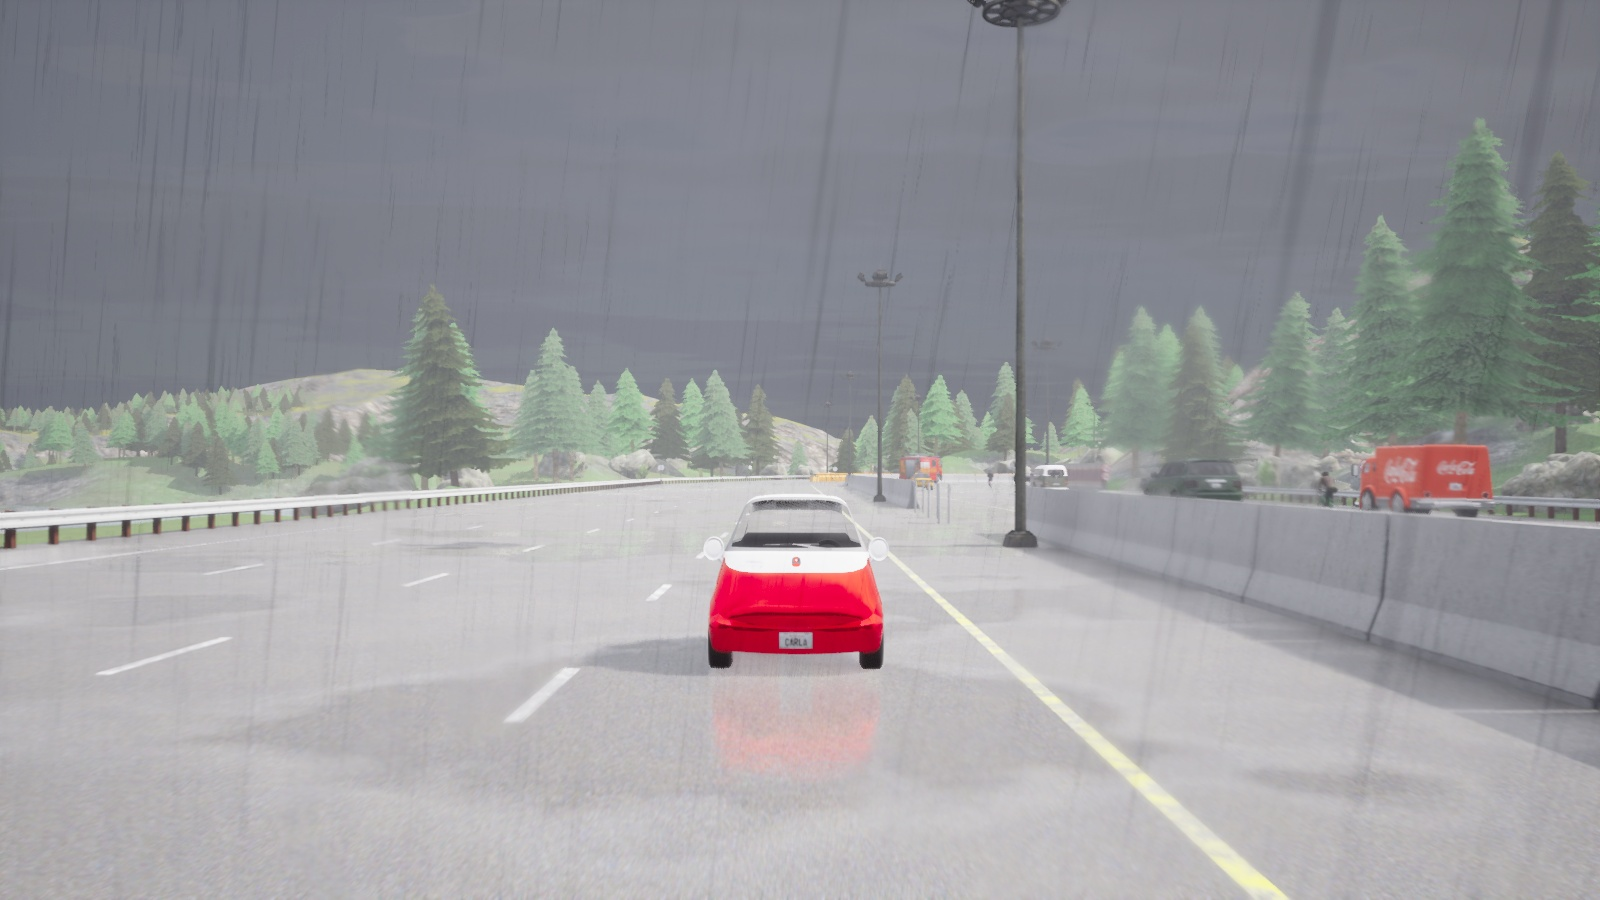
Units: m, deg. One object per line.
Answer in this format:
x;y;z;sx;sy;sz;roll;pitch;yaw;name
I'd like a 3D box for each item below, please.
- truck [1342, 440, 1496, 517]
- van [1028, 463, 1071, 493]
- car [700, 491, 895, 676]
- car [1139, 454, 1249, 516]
20.898;0.956;42.694;2.627;2.467;5.204;0;-1;0;truck
17.283;1.929;87.117;2.069;2.038;4.480;0;-1;0;van
-0.024;1.048;10.652;1.481;1.376;2.207;0;-1;0;car
13.894;1.226;44.708;2.150;2.045;5.566;0;-1;0;car
